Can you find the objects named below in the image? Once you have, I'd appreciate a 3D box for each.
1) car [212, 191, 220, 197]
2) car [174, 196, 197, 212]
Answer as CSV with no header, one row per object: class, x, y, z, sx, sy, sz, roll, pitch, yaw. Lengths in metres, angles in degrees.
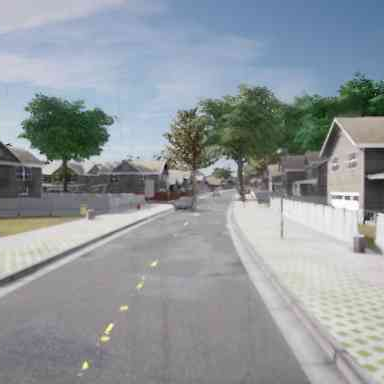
car,6.107,0.494,83.975,2.128,1.511,4.902,0,1,8
car,-0.576,1.227,34.067,1.837,1.490,4.892,0,0,8
